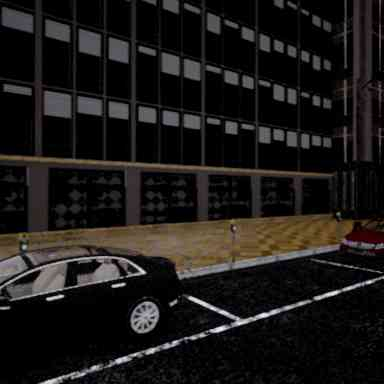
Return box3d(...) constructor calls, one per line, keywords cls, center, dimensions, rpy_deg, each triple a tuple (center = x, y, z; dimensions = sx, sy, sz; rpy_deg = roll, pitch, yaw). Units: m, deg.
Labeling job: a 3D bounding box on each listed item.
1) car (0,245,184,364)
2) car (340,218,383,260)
box3d(cls="car", center=(-2.195, 1.549, 4.989), dimensions=(4.403, 1.369, 2.008), rpy_deg=(0, 0, -35))
box3d(cls="car", center=(6.825, 1.548, 11.422), dimensions=(4.206, 1.307, 1.802), rpy_deg=(0, 0, -35))
